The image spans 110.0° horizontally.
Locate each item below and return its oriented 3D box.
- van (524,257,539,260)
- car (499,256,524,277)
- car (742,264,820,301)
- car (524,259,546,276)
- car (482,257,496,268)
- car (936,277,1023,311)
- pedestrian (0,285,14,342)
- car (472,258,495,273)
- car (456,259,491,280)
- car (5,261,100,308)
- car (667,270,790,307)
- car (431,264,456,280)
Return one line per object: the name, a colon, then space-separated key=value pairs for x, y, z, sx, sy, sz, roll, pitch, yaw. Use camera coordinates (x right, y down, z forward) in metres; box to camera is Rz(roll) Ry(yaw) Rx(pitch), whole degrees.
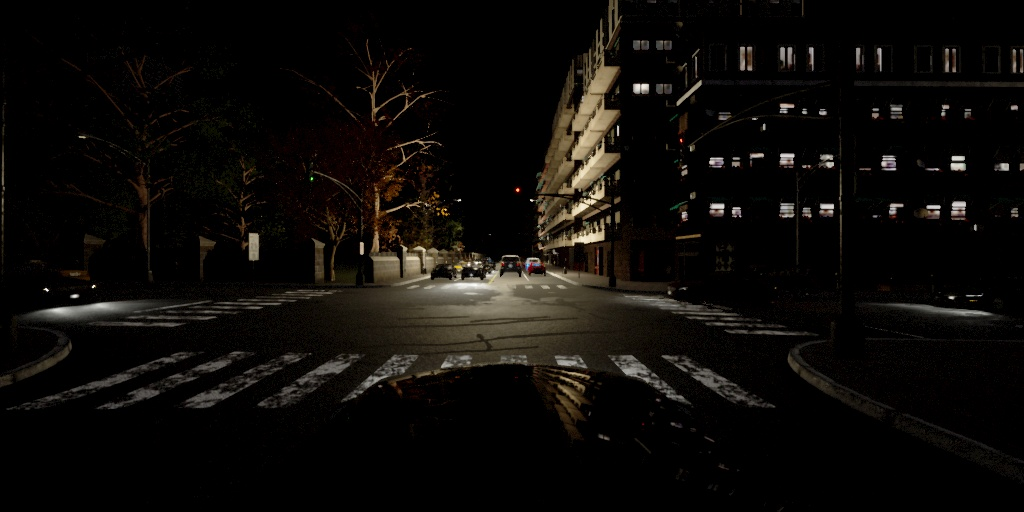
van: x=2.472 y=1.115 z=42.541 sx=1.690 sy=1.789 sz=3.998 roll=0 pitch=0 yaw=0
car: x=-0.119 y=0.989 z=36.716 sx=2.150 sy=2.045 sz=5.566 roll=0 pitch=0 yaw=0
car: x=13.359 y=1.353 z=18.998 sx=5.009 sy=1.841 sz=2.192 roll=0 pitch=0 yaw=-1
car: x=2.503 y=1.314 z=36.910 sx=1.888 sy=1.381 sz=4.507 roll=0 pitch=0 yaw=0
car: x=-3.357 y=1.278 z=51.776 sx=2.128 sy=1.511 sz=4.902 roll=0 pitch=0 yaw=0
car: x=22.674 y=1.700 z=16.548 sx=4.892 sy=1.490 sz=1.837 roll=1 pitch=0 yaw=-1
pedestrian: x=-7.441 y=1.045 z=5.029 sx=0.375 sy=1.860 sz=0.375 roll=0 pitch=0 yaw=0
car: x=-3.307 y=1.278 z=41.364 sx=1.837 sy=1.490 sz=4.892 roll=0 pitch=0 yaw=0
car: x=-3.250 y=1.255 z=31.066 sx=2.128 sy=1.511 sz=4.902 roll=0 pitch=0 yaw=0
car: x=-18.225 y=0.996 z=12.736 sx=5.357 sy=1.411 sz=2.033 roll=1 pitch=0 yaw=-1
car: x=9.663 y=1.482 z=16.568 sx=4.674 sy=1.442 sz=1.812 roll=1 pitch=0 yaw=2
car: x=-5.847 y=1.329 z=31.235 sx=1.948 sy=1.339 sz=4.313 roll=0 pitch=0 yaw=0
